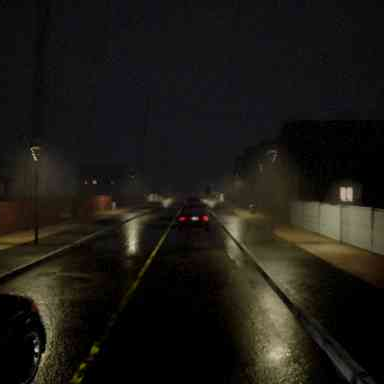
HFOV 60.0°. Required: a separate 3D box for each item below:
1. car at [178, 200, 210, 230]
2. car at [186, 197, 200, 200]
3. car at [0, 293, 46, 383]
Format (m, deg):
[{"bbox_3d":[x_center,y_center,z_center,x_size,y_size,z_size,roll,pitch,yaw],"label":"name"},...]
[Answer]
[{"bbox_3d":[0.112,1.461,20.287,2.033,1.411,5.357,0,0,0],"label":"car"},{"bbox_3d":[0.120,1.322,36.938,1.882,1.535,5.008,0,0,0],"label":"car"},{"bbox_3d":[-2.812,1.554,2.407,1.994,1.385,4.181,0,0,1],"label":"car"}]
